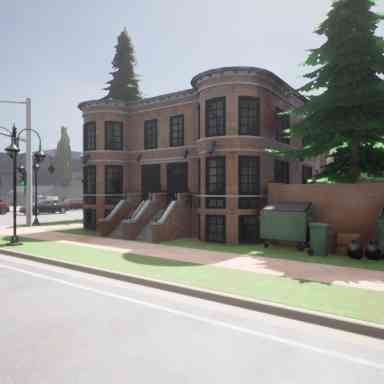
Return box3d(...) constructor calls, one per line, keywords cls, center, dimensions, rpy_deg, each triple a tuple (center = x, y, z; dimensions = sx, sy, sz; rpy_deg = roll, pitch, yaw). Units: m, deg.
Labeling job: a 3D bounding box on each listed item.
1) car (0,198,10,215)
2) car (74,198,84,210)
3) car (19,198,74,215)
box3d(cls="car", center=(-20.189, 1.352, 31.957), dimensions=(2.097, 1.767, 4.553), rpy_deg=(0, 0, 35))
box3d(cls="car", center=(-14.673, 1.478, 40.026), dimensions=(1.882, 1.535, 5.008), rpy_deg=(0, 0, 32))
box3d(cls="car", center=(-14.802, 1.505, 33.568), dimensions=(1.837, 1.490, 4.892), rpy_deg=(0, 0, 34))
